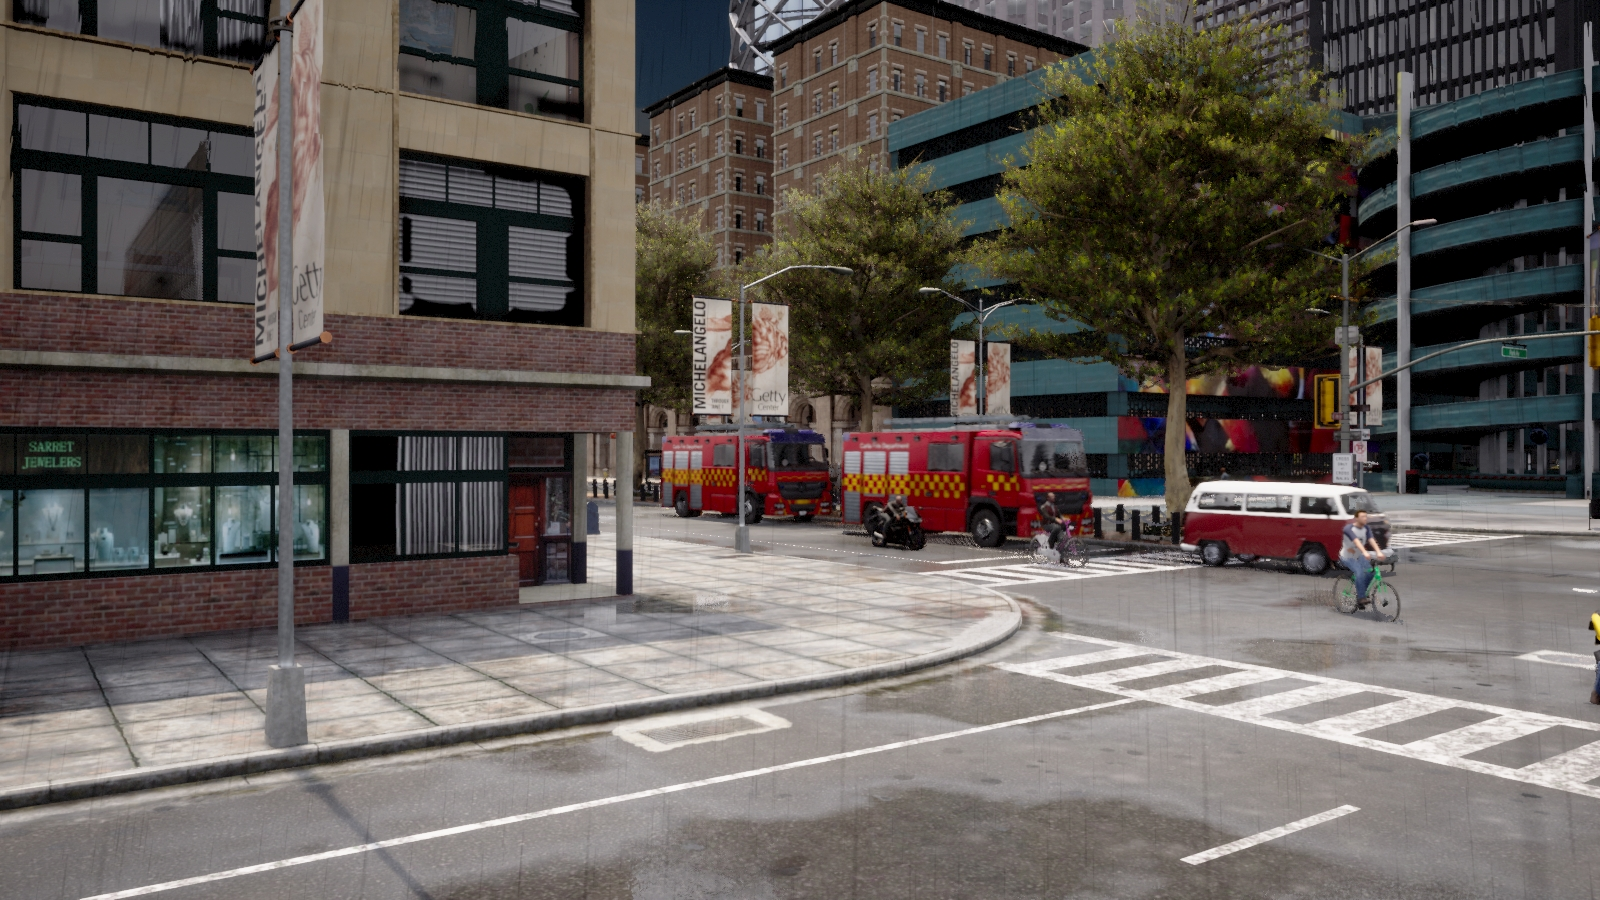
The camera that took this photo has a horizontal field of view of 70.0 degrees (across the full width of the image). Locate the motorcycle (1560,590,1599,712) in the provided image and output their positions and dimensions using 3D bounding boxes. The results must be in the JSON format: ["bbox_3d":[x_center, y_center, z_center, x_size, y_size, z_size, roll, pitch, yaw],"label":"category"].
[{"bbox_3d":[8.956,2.208,12.255,0.803,1.145,2.033,0,0,17],"label":"motorcycle"}]

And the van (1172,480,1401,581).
[{"bbox_3d":[11.260,1.773,26.693,2.069,2.038,4.480,0,0,-39],"label":"van"}]

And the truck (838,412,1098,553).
[{"bbox_3d":[4.896,0.881,35.337,2.891,3.827,8.468,0,0,-35],"label":"truck"}]

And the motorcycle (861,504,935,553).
[{"bbox_3d":[2.756,2.197,32.310,0.867,1.251,2.209,0,0,-35],"label":"motorcycle"}]

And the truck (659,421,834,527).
[{"bbox_3d":[-2.327,0.881,45.573,2.891,3.827,8.468,0,0,-35],"label":"truck"}]

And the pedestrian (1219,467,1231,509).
[{"bbox_3d":[18.823,1.679,50.614,0.375,1.860,0.375,0,0,-31],"label":"pedestrian"}]

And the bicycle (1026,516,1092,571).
[{"bbox_3d":[6.143,2.202,27.174,0.329,1.171,1.835,0,0,-33],"label":"bicycle"}]
